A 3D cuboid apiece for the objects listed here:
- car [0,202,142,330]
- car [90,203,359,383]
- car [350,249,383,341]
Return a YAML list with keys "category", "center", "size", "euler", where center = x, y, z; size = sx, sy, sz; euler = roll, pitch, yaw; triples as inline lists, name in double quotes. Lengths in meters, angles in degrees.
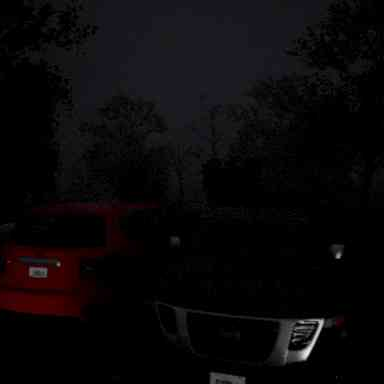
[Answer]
- category: "car"
  center: [-1.413, 1.228, 7.137]
  size: [2.435, 2.045, 5.566]
  euler: [0, -1, 15]
- category: "car"
  center: [1.012, 1.235, 5.367]
  size: [2.435, 2.045, 5.566]
  euler: [1, -1, 15]
- category: "car"
  center: [3.445, 1.368, 3.705]
  size: [2.185, 1.767, 4.553]
  euler: [1, -1, 15]
